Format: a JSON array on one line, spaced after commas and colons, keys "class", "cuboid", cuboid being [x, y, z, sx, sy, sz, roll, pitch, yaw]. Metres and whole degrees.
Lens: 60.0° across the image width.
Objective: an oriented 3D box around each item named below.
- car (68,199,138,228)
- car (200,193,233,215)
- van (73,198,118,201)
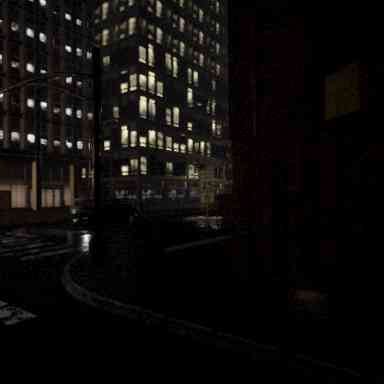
[{"class": "car", "cuboid": [-5.580, 1.455, 21.617, 1.837, 1.490, 4.892, -1, -1, 33]}, {"class": "car", "cuboid": [3.065, 1.194, 33.631, 2.150, 2.045, 5.566, -1, 0, 36]}, {"class": "van", "cuboid": [-6.924, 1.327, 24.150, 1.690, 1.788, 3.998, -1, -1, 36]}]
